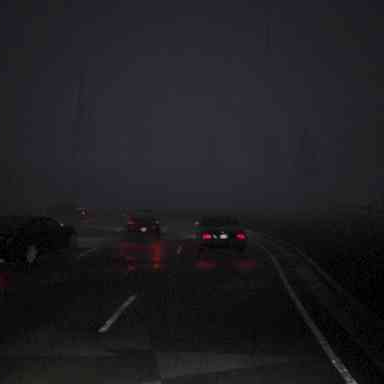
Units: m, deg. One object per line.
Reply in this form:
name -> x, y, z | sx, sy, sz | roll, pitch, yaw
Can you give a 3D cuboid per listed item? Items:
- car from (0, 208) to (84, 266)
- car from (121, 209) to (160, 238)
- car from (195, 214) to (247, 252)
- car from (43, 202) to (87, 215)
car -> -5.882, 1.560, 11.944 | 1.882, 1.535, 5.008 | 0, 0, 4
car -> -2.918, 1.664, 18.574 | 1.812, 1.442, 4.674 | 1, -1, -13
car -> 1.137, 1.661, 14.370 | 2.033, 1.411, 5.357 | 0, 0, 0
car -> -12.578, 1.732, 32.385 | 4.892, 1.490, 1.837 | 0, -2, 20
